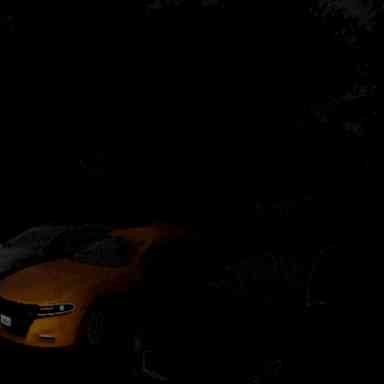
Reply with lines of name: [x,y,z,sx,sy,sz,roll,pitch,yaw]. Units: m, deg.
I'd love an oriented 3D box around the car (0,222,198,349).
car: [-1.055,1.456,6.520,2.097,1.535,5.008,0,0,36]

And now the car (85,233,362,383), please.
car: [1.213,1.472,4.904,2.231,1.521,4.892,0,0,36]

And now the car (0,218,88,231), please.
car: [-3.324,1.481,8.136,2.002,1.452,4.674,0,0,36]

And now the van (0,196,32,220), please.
van: [-7.926,1.184,11.273,1.878,1.987,4.442,0,0,36]
